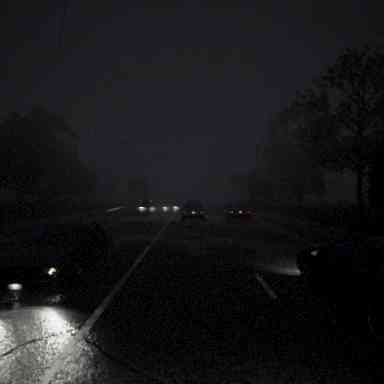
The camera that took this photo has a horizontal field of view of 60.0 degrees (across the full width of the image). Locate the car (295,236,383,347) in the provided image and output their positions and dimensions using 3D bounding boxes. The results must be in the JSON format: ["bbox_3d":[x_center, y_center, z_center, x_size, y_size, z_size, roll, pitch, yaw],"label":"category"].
[{"bbox_3d":[3.598,1.545,6.211,2.033,1.411,5.357,0,0,0],"label":"car"}]

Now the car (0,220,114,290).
[{"bbox_3d":[-3.602,1.543,9.436,2.033,1.411,5.357,0,0,0],"label":"car"}]

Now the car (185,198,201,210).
[{"bbox_3d":[0.193,1.546,42.993,1.994,1.385,4.181,0,0,1],"label":"car"}]

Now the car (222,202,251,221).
[{"bbox_3d":[3.597,1.536,27.255,2.033,1.411,5.357,0,0,0],"label":"car"}]

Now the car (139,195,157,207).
[{"bbox_3d":[-6.756,1.328,51.416,2.097,1.767,4.553,0,0,2],"label":"car"}]

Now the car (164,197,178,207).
[{"bbox_3d":[-3.241,1.455,51.911,1.882,1.535,5.008,0,0,2],"label":"car"}]

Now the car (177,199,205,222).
[{"bbox_3d":[0.098,1.536,26.506,2.033,1.411,5.357,0,0,0],"label":"car"}]
